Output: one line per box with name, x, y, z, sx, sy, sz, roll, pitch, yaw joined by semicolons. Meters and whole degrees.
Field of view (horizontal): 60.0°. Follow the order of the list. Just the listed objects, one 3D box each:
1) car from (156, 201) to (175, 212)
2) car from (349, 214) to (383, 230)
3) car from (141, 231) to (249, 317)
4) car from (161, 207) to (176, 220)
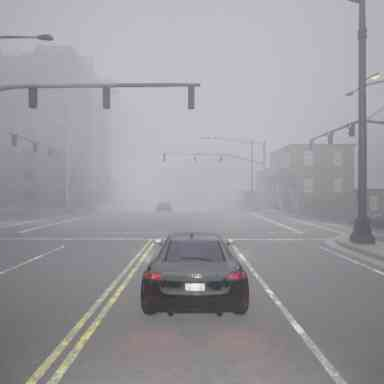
car;-3.717;2.010;44.545;1.837;1.490;4.892;0;-5;0
car;15.782;2.560;27.725;4.892;1.490;1.837;9;0;0
car;0.055;1.563;7.576;1.994;1.385;4.181;0;0;0
car;-3.741;3.551;54.341;2.033;1.411;5.357;0;-12;0
